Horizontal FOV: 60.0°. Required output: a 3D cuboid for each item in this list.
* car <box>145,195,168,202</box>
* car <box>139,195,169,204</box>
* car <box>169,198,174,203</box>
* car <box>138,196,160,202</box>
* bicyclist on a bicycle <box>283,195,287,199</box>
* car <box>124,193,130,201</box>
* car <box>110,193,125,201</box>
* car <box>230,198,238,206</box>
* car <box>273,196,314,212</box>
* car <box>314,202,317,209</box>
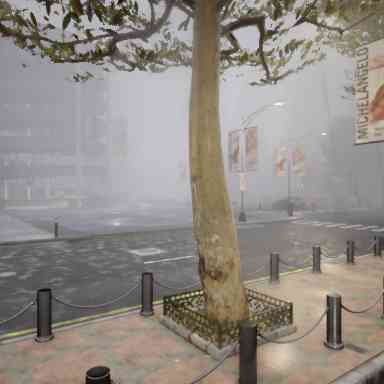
[{"bbox_3d":[-8.332,1.525,77.525,4.902,1.511,2.128,0,0,26],"label":"car"},{"bbox_3d":[-7.465,1.547,64.225,5.357,1.411,2.033,0,0,40],"label":"car"},{"bbox_3d":[-5.757,1.478,67.426,5.008,1.535,1.882,0,0,40],"label":"car"},{"bbox_3d":[-9.545,1.524,74.225,4.674,1.442,1.812,0,0,26],"label":"car"},{"bbox_3d":[17.569,1.300,62.357,1.656,1.620,0.582,0,0,-36],"label":"bicyclist on a bicycle"},{"bbox_3d":[-17.889,1.165,81.222,5.566,2.045,2.150,0,0,11],"label":"car"},{"bbox_3d":[-18.822,1.545,77.848,4.718,1.301,1.895,0,0,11],"label":"car"},{"bbox_3d":[5.561,1.564,54.186,1.994,1.385,4.181,0,0,-36],"label":"car"},{"bbox_3d":[11.627,1.525,39.527,1.812,1.442,4.674,0,0,-32],"label":"car"},{"bbox_3d":[13.781,1.351,42.863,2.097,1.767,4.553,0,0,-36],"label":"car"}]
